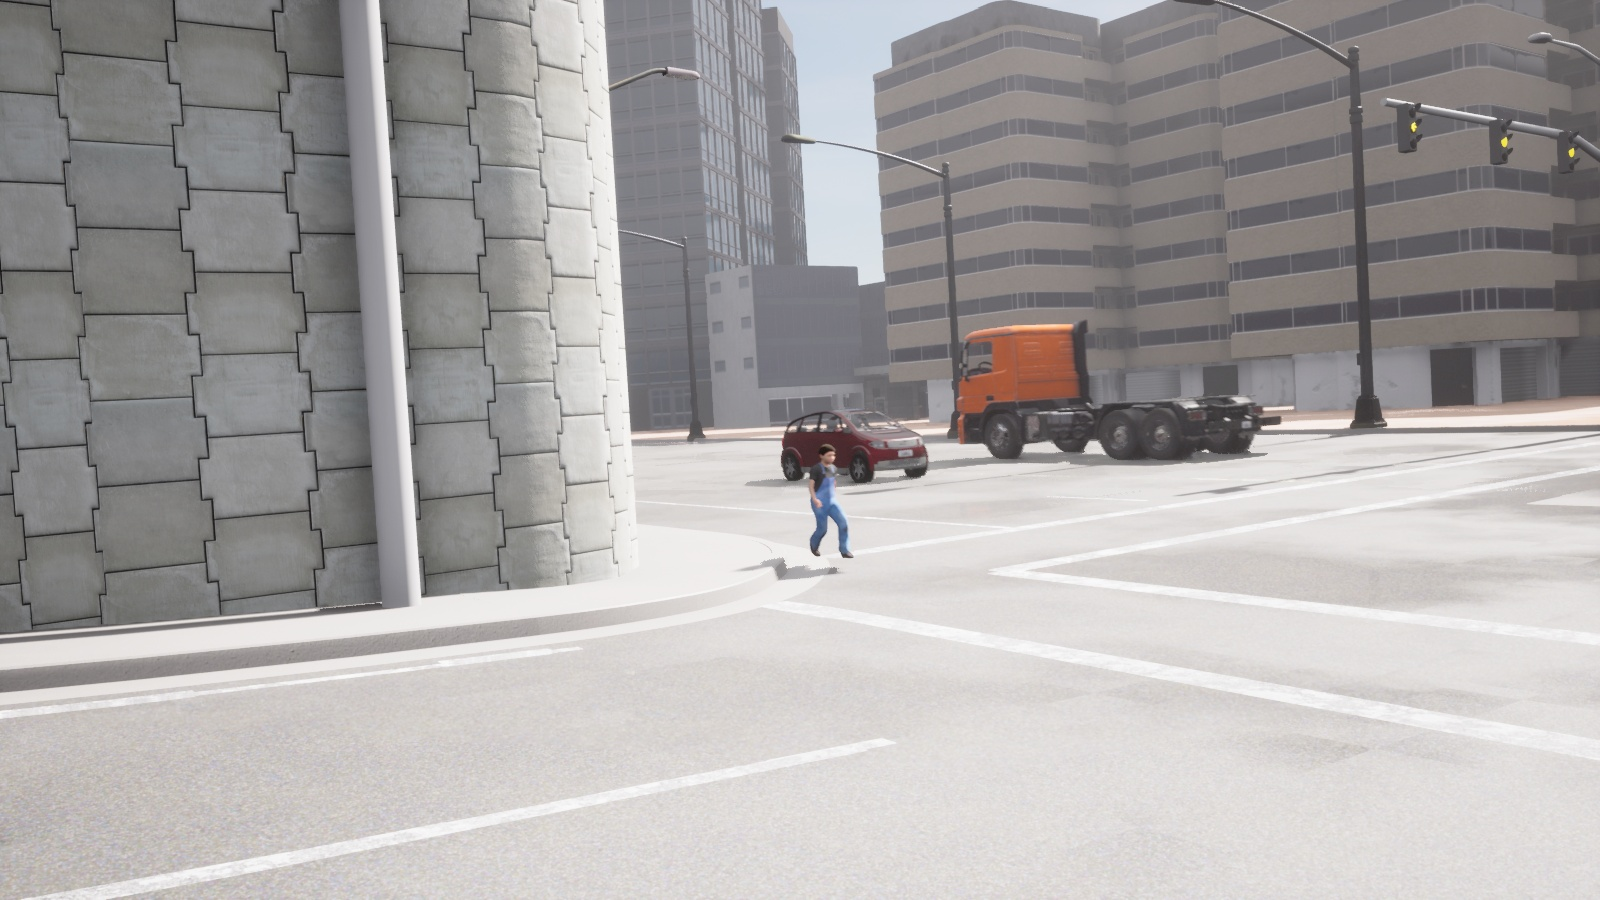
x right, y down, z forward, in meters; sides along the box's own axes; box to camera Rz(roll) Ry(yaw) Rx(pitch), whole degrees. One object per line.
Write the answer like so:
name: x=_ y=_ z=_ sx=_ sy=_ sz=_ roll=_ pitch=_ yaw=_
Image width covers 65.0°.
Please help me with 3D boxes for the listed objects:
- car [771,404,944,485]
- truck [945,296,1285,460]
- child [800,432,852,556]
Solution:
car: x=1.187 y=-0.125 z=27.410 sx=1.789 sy=1.549 sz=3.705 roll=-5 pitch=3 yaw=-35
truck: x=7.366 y=-1.604 z=30.622 sx=2.891 sy=3.462 sz=7.936 roll=-5 pitch=3 yaw=-35
child: x=0.271 y=0.456 z=13.195 sx=0.270 sy=1.263 sz=0.437 roll=-5 pitch=3 yaw=-34
